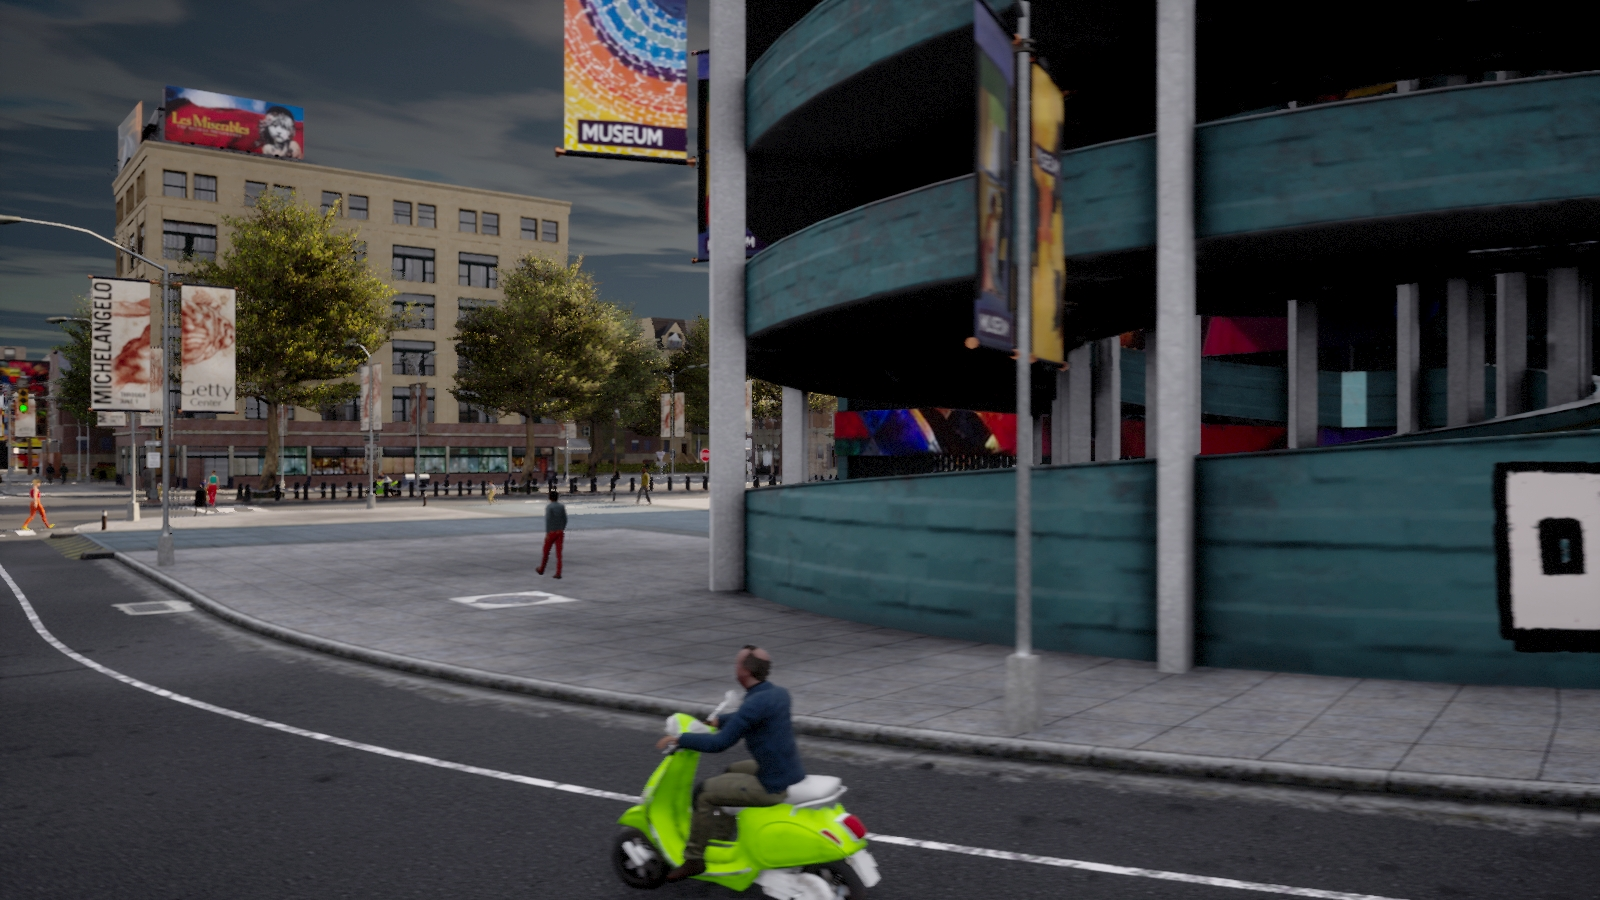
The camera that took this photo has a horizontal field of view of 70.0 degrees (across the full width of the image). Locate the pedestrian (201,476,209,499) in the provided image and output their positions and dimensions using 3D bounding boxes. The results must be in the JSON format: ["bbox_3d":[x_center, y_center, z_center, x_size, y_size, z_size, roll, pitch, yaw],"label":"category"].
[{"bbox_3d":[-34.264,2.153,65.757,0.375,1.300,0.375,0,0,-31],"label":"pedestrian"}]

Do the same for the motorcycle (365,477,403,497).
[{"bbox_3d":[-25.099,2.239,68.954,2.033,1.145,0.803,0,0,-38],"label":"motorcycle"}]

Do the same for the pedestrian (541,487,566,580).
[{"bbox_3d":[-5.059,1.705,23.451,0.375,1.860,0.375,0,0,-38],"label":"pedestrian"}]

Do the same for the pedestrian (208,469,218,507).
[{"bbox_3d":[-28.754,1.868,55.959,0.375,1.860,0.375,0,0,-31],"label":"pedestrian"}]

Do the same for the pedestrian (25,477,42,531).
[{"bbox_3d":[-26.542,1.863,39.541,0.375,1.860,0.375,0,0,34],"label":"pedestrian"}]

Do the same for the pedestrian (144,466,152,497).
[{"bbox_3d":[-38.939,1.873,68.233,0.375,1.860,0.375,0,0,-42],"label":"pedestrian"}]

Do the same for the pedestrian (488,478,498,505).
[{"bbox_3d":[-14.830,1.997,55.182,0.375,1.300,0.375,0,0,-39],"label":"pedestrian"}]

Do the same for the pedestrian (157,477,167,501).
[{"bbox_3d":[-34.926,2.152,62.546,0.375,1.300,0.375,0,0,-43],"label":"pedestrian"}]

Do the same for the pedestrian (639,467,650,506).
[{"bbox_3d":[-7.381,1.717,54.232,0.375,1.860,0.375,0,0,45],"label":"pedestrian"}]
